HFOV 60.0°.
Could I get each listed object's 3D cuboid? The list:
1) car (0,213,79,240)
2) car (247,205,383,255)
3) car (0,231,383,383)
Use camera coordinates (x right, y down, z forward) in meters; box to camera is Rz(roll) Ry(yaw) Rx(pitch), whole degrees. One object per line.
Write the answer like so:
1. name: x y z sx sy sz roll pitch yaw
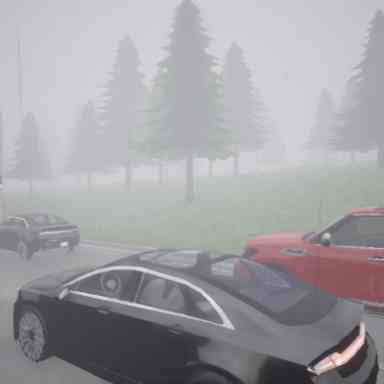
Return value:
1. car: -6.335 1.582 12.801 4.902 1.511 2.128 0 0 36
2. car: 3.493 1.228 5.800 5.566 2.045 2.150 0 0 36
3. car: -0.409 1.512 4.286 4.902 1.511 2.128 0 0 36
